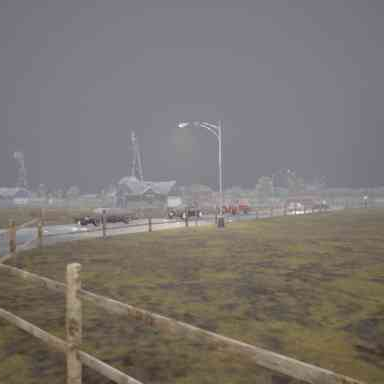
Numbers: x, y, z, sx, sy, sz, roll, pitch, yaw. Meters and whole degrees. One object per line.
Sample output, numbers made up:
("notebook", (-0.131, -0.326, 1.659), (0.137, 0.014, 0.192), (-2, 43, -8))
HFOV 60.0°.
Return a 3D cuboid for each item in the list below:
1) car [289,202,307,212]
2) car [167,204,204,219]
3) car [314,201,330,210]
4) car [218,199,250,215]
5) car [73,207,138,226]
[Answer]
("car", (16.748, 2.372, 52.677), (1.812, 1.442, 4.674), (-2, -2, 35))
("car", (-0.638, 2.014, 34.729), (1.837, 1.490, 4.892), (-2, -2, 36))
("car", (25.107, 2.472, 64.333), (2.097, 1.767, 4.553), (-2, -2, 34))
("car", (5.555, 1.913, 43.390), (2.150, 2.045, 5.566), (-2, -2, 36))
("car", (-6.659, 1.884, 26.314), (2.033, 1.411, 5.357), (-2, -2, 36))
